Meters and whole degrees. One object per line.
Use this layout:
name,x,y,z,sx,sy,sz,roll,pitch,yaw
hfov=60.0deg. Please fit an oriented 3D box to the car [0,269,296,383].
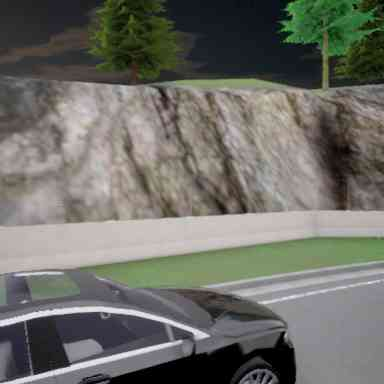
car,-1.157,1.483,2.877,4.902,1.511,2.128,0,0,-34
